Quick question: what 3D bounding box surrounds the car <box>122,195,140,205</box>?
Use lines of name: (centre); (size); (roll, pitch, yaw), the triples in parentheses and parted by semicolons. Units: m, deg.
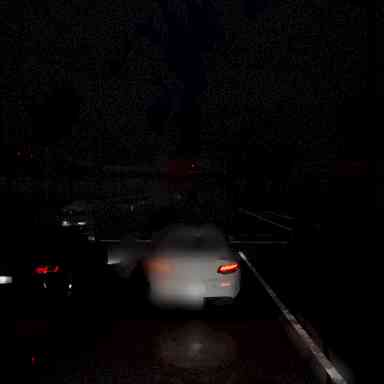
car: (-10.615, 1.452, 56.922); (1.895, 1.301, 4.718); (0, 1, 0)

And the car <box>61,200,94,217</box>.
car: (-10.617, 1.519, 31.503); (1.812, 1.442, 4.674); (0, 0, 0)

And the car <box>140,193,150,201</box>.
car: (-10.536, 1.242, 69.806); (1.994, 1.385, 4.181); (0, 1, 0)

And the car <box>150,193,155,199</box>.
car: (-10.543, 0.894, 84.429); (1.882, 1.535, 5.008); (0, 1, 0)

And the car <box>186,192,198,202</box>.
car: (0.065, 0.948, 67.333); (2.150, 2.045, 5.566); (0, 1, 0)

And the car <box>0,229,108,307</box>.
car: (-3.423, 1.564, 8.043); (1.994, 1.385, 4.181); (0, 0, 0)

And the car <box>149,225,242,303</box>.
car: (0.077, 1.526, 8.090); (1.812, 1.442, 4.674); (0, 0, 0)

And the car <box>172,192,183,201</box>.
car: (-3.526, 1.143, 73.986); (1.812, 1.442, 4.674); (0, 1, 0)
